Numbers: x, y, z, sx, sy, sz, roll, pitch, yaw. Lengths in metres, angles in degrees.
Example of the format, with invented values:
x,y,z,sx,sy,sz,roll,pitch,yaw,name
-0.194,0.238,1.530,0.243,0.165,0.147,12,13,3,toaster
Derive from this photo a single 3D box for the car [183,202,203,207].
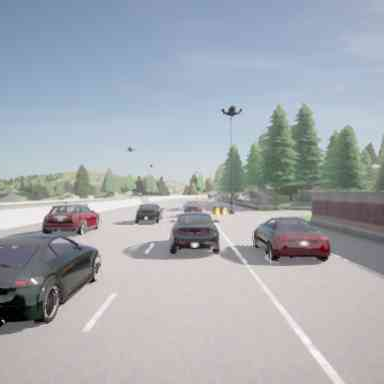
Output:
x,y,z,sx,sy,sz,roll,pitch,yaw,name
0.102,1.741,34.434,1.812,1.442,4.674,0,0,0,car

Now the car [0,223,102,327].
x,y,z,sx,sy,sz,roll,pitch,yaw,name
-3.401,1.610,7.264,1.994,1.385,4.181,0,0,0,car

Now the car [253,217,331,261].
x,y,z,sx,sy,sz,roll,pitch,yaw,name
3.600,1.643,12.692,1.994,1.385,4.181,0,0,0,car

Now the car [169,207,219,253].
x,y,z,sx,sy,sz,roll,pitch,yaw,name
0.101,1.595,14.065,1.837,1.490,4.892,0,0,0,car

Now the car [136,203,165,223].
x,y,z,sx,sy,sz,roll,pitch,yaw,name
-3.399,1.676,27.138,1.837,1.490,4.892,0,0,0,car

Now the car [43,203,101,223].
x,y,z,sx,sy,sz,roll,pitch,yaw,name
-6.900,1.474,19.551,2.097,1.767,4.553,0,0,0,car
